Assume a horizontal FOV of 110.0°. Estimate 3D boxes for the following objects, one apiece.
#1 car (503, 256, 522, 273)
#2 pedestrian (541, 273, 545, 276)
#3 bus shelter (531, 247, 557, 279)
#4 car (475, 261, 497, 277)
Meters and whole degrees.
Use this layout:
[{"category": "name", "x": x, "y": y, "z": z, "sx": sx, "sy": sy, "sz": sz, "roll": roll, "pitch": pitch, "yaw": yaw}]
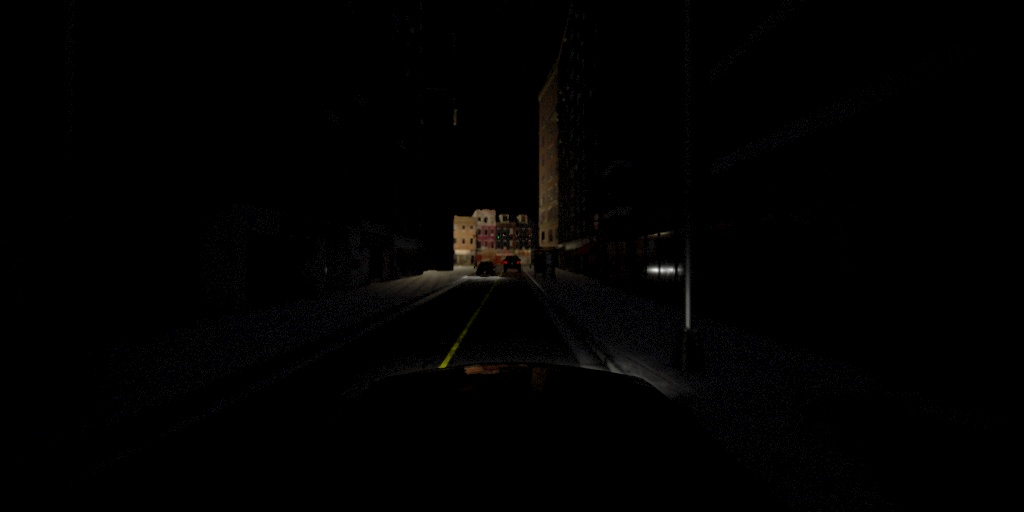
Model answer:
[{"category": "car", "x": 0.042, "y": 1.003, "z": 44.873, "sx": 2.150, "sy": 2.045, "sz": 5.566, "roll": 0, "pitch": -1, "yaw": 1}, {"category": "pedestrian", "x": 2.890, "y": 0.921, "z": 33.174, "sx": 0.375, "sy": 1.860, "sz": 0.375, "roll": 0, "pitch": 0, "yaw": -10}, {"category": "bus shelter", "x": 2.889, "y": 0.653, "z": 30.599, "sx": 1.920, "sy": 2.740, "sz": 3.880, "roll": 0, "pitch": 0, "yaw": 0}, {"category": "car", "x": -2.584, "y": 1.288, "z": 36.642, "sx": 1.837, "sy": 1.490, "sz": 4.892, "roll": 0, "pitch": 0, "yaw": 0}]
